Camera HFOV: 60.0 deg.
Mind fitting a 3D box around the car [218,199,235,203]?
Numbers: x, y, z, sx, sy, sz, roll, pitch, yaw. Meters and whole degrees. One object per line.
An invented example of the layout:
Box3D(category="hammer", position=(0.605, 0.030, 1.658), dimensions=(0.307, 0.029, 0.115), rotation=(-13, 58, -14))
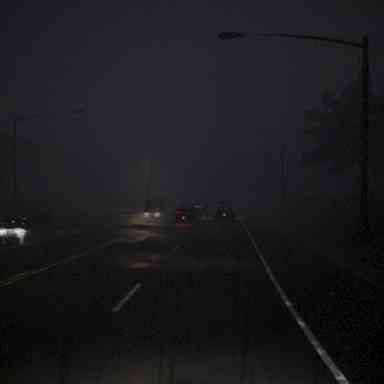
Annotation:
Box3D(category="car", position=(4.729, 1.972, 46.011), dimensions=(2.150, 2.045, 5.566), rotation=(0, -1, 6))

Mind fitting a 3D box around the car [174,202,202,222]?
Box3D(category="car", position=(-0.468, 1.991, 31.175), dimensions=(1.837, 1.490, 4.892), rotation=(0, -1, 7))

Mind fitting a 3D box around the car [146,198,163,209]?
Box3D(category="car", position=(-7.264, 2.158, 65.534), dimensions=(2.150, 2.045, 5.566), rotation=(0, -1, 7))

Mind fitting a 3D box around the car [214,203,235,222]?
Box3D(category="car", position=(3.182, 2.092, 32.309), dimensions=(1.994, 1.385, 4.181), rotation=(0, -1, 6))

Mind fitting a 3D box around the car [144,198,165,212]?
Box3D(category="car", position=(-5.540, 1.966, 50.175), dimensions=(2.150, 2.045, 5.566), rotation=(0, -1, 7))

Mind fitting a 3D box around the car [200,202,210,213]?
Box3D(category="car", position=(1.439, 2.250, 48.100), dimensions=(2.128, 1.511, 4.902), rotation=(0, -1, 6))

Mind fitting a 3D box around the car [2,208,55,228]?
Box3D(category="car", position=(-11.969, 1.867, 24.653), dimensions=(1.994, 1.385, 4.181), rotation=(0, -1, 6))
